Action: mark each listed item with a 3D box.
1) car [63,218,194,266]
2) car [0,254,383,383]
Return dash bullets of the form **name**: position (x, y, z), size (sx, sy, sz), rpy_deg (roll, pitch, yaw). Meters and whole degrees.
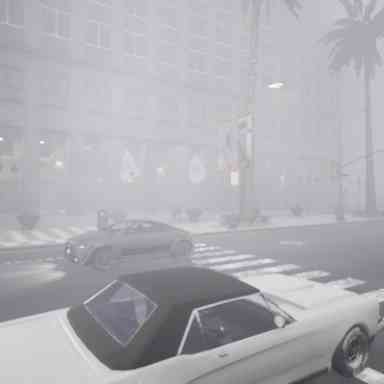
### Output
- **car**: position (-1.990, 1.588, 10.984), size (4.181, 1.385, 1.994), rpy_deg (0, 0, -33)
- **car**: position (0.229, 1.615, 3.978), size (4.718, 1.301, 1.895), rpy_deg (0, 0, -33)
